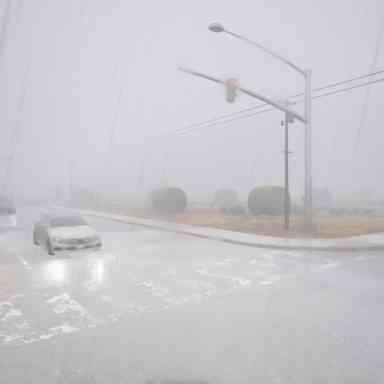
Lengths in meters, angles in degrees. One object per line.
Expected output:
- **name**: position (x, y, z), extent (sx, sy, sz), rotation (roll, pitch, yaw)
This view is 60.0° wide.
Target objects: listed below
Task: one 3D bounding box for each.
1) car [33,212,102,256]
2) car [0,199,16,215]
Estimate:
- **car**: position (-5.202, 1.582, 13.495), extent (1.812, 1.442, 4.674), rotation (0, 1, -35)
- **car**: position (-18.826, 1.501, 33.144), extent (1.882, 1.535, 5.008), rotation (0, 2, -35)
